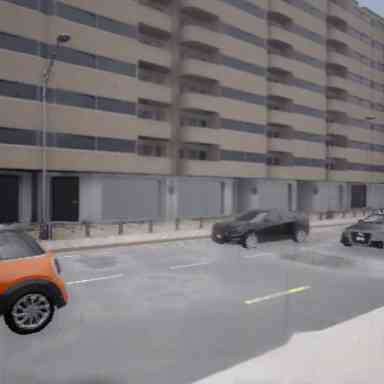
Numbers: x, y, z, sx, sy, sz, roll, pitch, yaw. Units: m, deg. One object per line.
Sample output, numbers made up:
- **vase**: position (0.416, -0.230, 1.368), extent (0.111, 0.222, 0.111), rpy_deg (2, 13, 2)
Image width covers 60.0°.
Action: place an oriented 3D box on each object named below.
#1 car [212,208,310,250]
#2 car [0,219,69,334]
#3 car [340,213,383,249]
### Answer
- **car**: position (3.130, 1.502, 14.703), extent (5.008, 1.535, 1.882), rpy_deg (0, 0, -35)
- **car**: position (-4.416, 1.338, 5.116), extent (4.553, 1.767, 2.097), rpy_deg (0, 0, -35)
- **car**: position (8.090, 1.605, 13.889), extent (4.181, 1.385, 1.994), rpy_deg (0, 0, -35)
